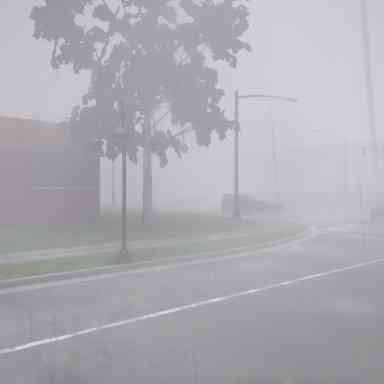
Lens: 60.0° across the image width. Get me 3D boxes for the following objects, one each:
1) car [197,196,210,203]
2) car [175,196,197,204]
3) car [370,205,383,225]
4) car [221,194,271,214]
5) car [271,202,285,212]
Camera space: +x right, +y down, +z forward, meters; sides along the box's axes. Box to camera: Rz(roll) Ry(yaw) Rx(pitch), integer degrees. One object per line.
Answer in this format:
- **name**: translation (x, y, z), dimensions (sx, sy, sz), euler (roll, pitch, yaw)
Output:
- **car**: translation (1.629, 1.478, 66.986), dimensions (1.882, 1.535, 5.008), euler (0, 0, -34)
- **car**: translation (-1.555, 1.601, 65.449), dimensions (1.895, 1.301, 4.718), euler (0, 0, -34)
- **car**: translation (14.480, 1.505, 22.132), dimensions (1.837, 1.490, 4.892), euler (0, -1, -32)
- **car**: translation (5.448, 1.219, 35.921), dimensions (2.150, 2.045, 5.566), euler (0, 0, -33)
- **car**: translation (8.294, 1.601, 37.945), dimensions (1.895, 1.301, 4.718), euler (0, 0, -34)
